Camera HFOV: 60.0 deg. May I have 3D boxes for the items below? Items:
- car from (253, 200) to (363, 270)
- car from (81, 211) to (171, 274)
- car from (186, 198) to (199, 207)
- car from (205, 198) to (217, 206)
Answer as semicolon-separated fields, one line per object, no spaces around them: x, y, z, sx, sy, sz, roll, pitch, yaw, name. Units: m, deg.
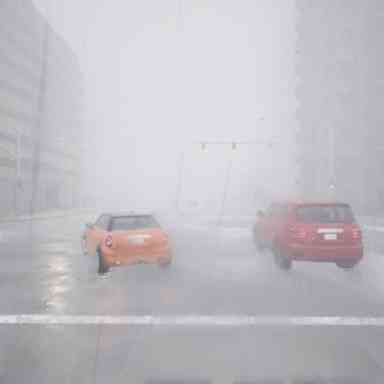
3.596;1.263;11.330;2.150;2.045;5.566;0;0;0;car
-2.352;1.392;11.083;2.097;1.767;4.553;0;0;-24;car
0.105;1.725;55.495;1.812;1.442;4.674;0;0;0;car
3.489;1.746;61.399;1.812;1.442;4.674;0;0;0;car
